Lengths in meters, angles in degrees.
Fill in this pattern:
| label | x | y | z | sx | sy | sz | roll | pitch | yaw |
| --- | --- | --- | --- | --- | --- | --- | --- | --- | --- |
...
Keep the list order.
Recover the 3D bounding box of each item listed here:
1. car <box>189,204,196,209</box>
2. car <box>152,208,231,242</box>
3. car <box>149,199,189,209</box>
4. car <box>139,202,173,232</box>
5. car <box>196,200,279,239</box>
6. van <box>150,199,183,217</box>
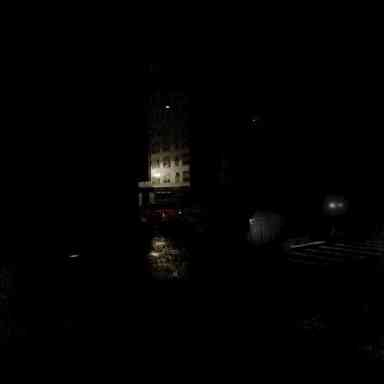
| label | x | y | z | sx | sy | sz | roll | pitch | yaw |
| --- | --- | --- | --- | --- | --- | --- | --- | --- | --- |
| car | 0.288 | 1.804 | 31.705 | 1.752 | 1.417 | 4.829 | -1 | 0 | -36 |
| car | -0.150 | 1.778 | 17.652 | 1.802 | 1.307 | 4.206 | -1 | 0 | -36 |
| car | -2.593 | 1.630 | 25.668 | 2.097 | 1.767 | 4.553 | 0 | 0 | -36 |
| car | -3.353 | 1.706 | 22.132 | 1.967 | 1.590 | 4.097 | -1 | 0 | -36 |
| car | 2.580 | 1.518 | 18.394 | 2.097 | 1.767 | 4.553 | 0 | 0 | -35 |
| van | -2.816 | 1.689 | 36.045 | 1.690 | 1.788 | 3.998 | -1 | 0 | -36 |
